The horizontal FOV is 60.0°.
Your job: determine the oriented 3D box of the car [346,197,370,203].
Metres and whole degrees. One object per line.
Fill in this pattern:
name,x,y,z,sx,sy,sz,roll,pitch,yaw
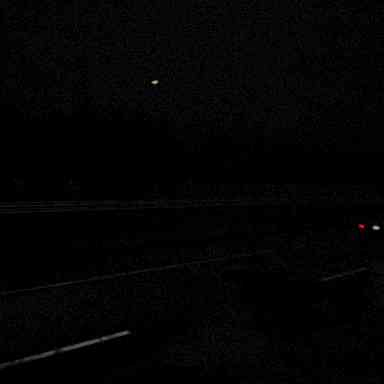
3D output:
car,20.841,1.432,39.474,4.718,1.301,1.895,0,0,-33

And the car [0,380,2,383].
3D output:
car,-3.396,1.616,1.316,4.718,1.301,1.895,-1,0,-36

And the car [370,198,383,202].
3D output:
car,21.740,1.315,35.865,5.008,1.535,1.882,0,0,-33

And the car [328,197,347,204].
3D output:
car,19.763,1.374,42.952,5.357,1.411,2.033,0,0,-33

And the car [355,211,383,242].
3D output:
car,9.312,1.453,14.527,5.357,1.411,2.033,0,0,-35
